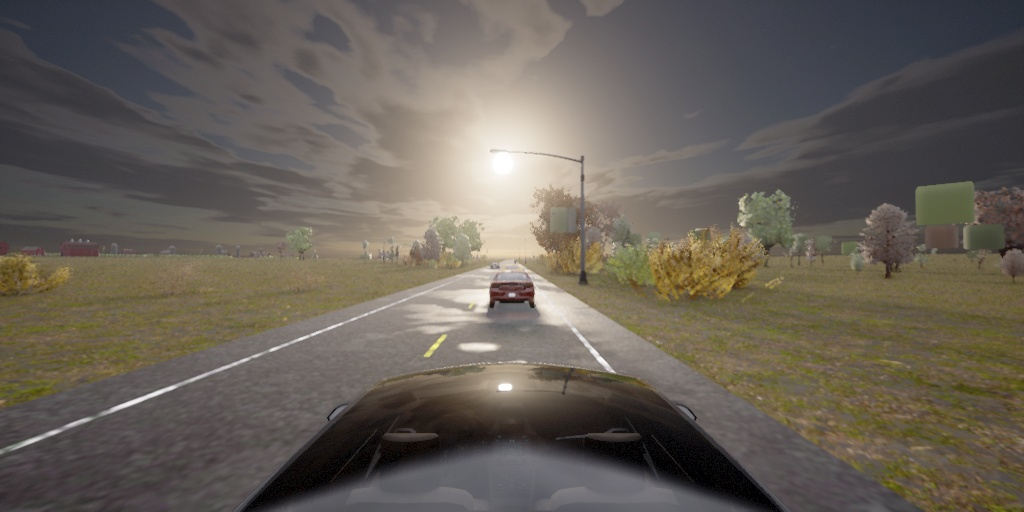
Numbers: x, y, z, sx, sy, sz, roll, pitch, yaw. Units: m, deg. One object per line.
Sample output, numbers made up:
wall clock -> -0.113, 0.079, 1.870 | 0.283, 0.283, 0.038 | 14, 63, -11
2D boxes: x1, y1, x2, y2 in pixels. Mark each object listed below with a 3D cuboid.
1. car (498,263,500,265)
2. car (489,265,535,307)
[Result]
car -> 0.003, 1.502, 31.319 | 1.882, 1.535, 5.008 | 0, 0, 0
car -> 0.005, 1.365, 16.329 | 1.882, 1.535, 5.008 | 0, 0, 0
